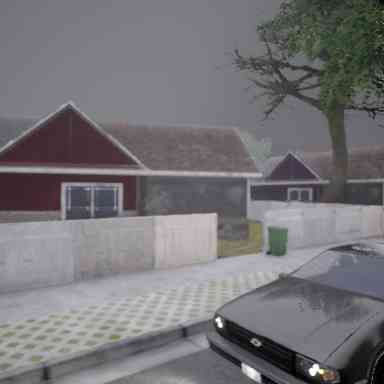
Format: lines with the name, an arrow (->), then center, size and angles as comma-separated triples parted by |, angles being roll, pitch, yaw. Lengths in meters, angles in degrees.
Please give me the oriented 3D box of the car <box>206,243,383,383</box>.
car -> 2.820, 1.547, 5.079 | 5.357, 1.411, 2.033 | 0, 0, -35
